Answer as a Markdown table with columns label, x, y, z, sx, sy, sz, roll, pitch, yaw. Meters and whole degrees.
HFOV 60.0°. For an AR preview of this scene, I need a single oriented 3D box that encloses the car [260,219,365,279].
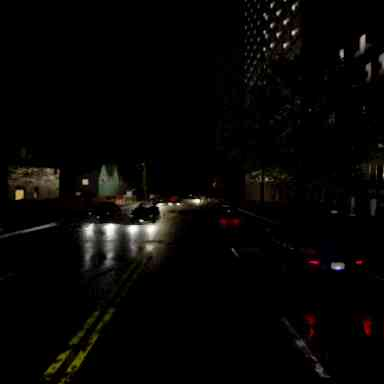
| label | x | y | z | sx | sy | sz | roll | pitch | yaw |
| --- | --- | --- | --- | --- | --- | --- | --- | --- | --- |
| car | 3.323 | 1.515 | 9.893 | 1.812 | 1.442 | 4.674 | 0 | 0 | 0 |

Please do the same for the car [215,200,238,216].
| label | x | y | z | sx | sy | sz | roll | pitch | yaw |
| --- | --- | --- | --- | --- | --- | --- | --- | --- | --- |
| car | 3.265 | 1.473 | 31.950 | 2.128 | 1.511 | 4.902 | 0 | 0 | 0 |

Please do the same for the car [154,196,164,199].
| label | x | y | z | sx | sy | sz | roll | pitch | yaw |
| --- | --- | --- | --- | --- | --- | --- | --- | --- | --- |
| car | -6.679 | 1.494 | 66.450 | 1.837 | 1.490 | 4.892 | 0 | 0 | 0 |

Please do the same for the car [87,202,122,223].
| label | x | y | z | sx | sy | sz | roll | pitch | yaw |
| --- | --- | --- | --- | --- | --- | --- | --- | --- | --- |
| car | -6.656 | 1.507 | 25.860 | 1.812 | 1.442 | 4.674 | 0 | 0 | 0 |

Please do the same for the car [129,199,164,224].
| label | x | y | z | sx | sy | sz | roll | pitch | yaw |
| --- | --- | --- | --- | --- | --- | --- | --- | --- | --- |
| car | -3.415 | 1.529 | 25.041 | 2.033 | 1.411 | 5.357 | 0 | 0 | 0 |

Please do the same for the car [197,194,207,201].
| label | x | y | z | sx | sy | sz | roll | pitch | yaw |
| --- | --- | --- | --- | --- | --- | --- | --- | --- | --- |
| car | 3.014 | 1.562 | 89.029 | 1.812 | 1.442 | 4.674 | 0 | 0 | 0 |

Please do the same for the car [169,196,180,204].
| label | x | y | z | sx | sy | sz | roll | pitch | yaw |
| --- | --- | --- | --- | --- | --- | --- | --- | --- | --- |
| car | -3.436 | 1.493 | 66.317 | 1.882 | 1.535 | 5.008 | 0 | 0 | 0 |
